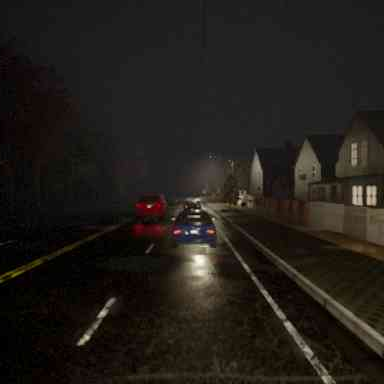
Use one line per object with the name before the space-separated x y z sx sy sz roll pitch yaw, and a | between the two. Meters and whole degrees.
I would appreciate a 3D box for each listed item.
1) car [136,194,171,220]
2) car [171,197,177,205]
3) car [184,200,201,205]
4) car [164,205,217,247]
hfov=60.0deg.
car | -3.199 1.175 27.389 2.150 2.045 5.566 0 0 0
car | -3.244 1.438 50.191 2.033 1.411 5.357 0 0 0
car | 0.033 1.531 36.403 1.895 1.301 4.718 0 0 0
car | 0.074 1.521 14.807 2.033 1.411 5.357 0 0 0
